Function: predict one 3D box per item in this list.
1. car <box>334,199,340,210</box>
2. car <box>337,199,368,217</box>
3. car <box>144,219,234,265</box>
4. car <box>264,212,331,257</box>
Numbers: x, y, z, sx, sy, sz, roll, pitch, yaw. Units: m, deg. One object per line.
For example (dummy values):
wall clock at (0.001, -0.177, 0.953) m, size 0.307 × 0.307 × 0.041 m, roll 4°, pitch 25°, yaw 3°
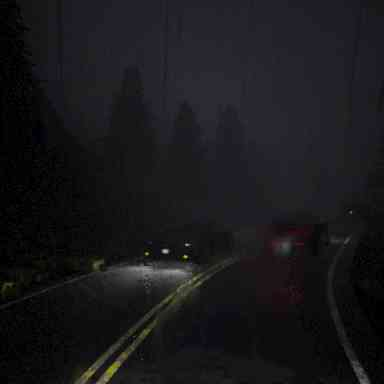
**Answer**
car at (21.709, 1.751, 47.640) m, size 1.882 × 1.535 × 5.008 m, roll -2°, pitch -1°, yaw 32°
car at (16.035, 1.625, 32.821) m, size 1.837 × 1.490 × 4.892 m, roll -3°, pitch -1°, yaw 33°
car at (0.041, 1.703, 12.311) m, size 1.994 × 1.385 × 4.181 m, roll -2°, pitch -1°, yaw 27°
car at (4.269, 1.558, 13.220) m, size 1.837 × 1.490 × 4.892 m, roll -3°, pitch -1°, yaw 28°
